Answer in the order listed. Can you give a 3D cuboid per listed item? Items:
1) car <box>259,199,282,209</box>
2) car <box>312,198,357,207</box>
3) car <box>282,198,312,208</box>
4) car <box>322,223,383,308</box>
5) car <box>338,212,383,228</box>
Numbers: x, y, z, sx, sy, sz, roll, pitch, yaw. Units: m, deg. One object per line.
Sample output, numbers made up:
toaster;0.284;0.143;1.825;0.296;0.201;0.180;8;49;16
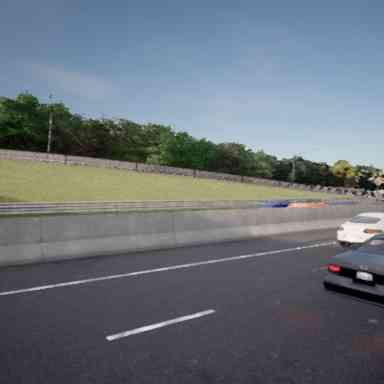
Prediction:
car;9.511;1.531;36.720;5.008;1.535;1.882;0;0;-37
car;13.748;1.534;31.147;5.008;1.535;1.882;0;0;-37
car;11.732;1.407;34.010;4.553;1.767;2.097;0;0;-37
car;5.133;1.561;7.411;5.357;1.411;2.033;0;0;-35
car;7.763;1.552;13.580;4.674;1.442;1.812;0;0;-35
